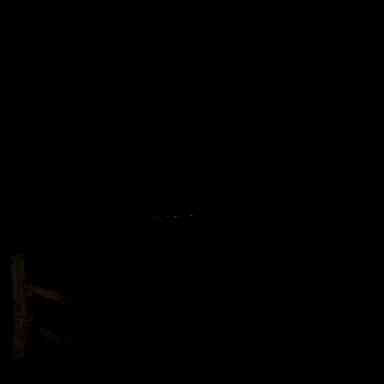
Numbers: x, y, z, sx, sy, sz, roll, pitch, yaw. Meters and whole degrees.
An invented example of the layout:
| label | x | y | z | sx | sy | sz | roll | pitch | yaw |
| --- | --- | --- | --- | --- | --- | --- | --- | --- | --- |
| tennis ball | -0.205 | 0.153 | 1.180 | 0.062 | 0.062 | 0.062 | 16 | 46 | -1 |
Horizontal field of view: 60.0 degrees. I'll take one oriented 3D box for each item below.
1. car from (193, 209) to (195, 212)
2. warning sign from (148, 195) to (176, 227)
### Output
| label | x | y | z | sx | sy | sz | roll | pitch | yaw |
| --- | --- | --- | --- | --- | --- | --- | --- | --- | --- |
| car | 1.959 | 1.493 | 34.934 | 2.128 | 1.511 | 4.902 | 1 | 0 | 35 |
| warning sign | -1.816 | 1.142 | 20.357 | 1.300 | 1.860 | 1.060 | 1 | 1 | 35 |
